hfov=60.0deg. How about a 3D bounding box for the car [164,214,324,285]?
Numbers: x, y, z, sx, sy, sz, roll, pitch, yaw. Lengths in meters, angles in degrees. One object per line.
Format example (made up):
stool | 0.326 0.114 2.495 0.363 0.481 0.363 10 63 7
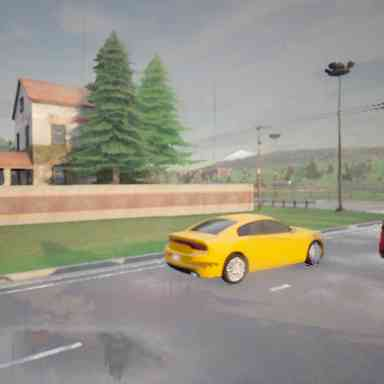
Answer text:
car | 1.635 1.354 9.219 5.008 1.535 1.882 -1 1 -35

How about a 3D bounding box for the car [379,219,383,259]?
car | 7.180 1.014 8.867 5.566 2.045 2.150 -1 1 -36
